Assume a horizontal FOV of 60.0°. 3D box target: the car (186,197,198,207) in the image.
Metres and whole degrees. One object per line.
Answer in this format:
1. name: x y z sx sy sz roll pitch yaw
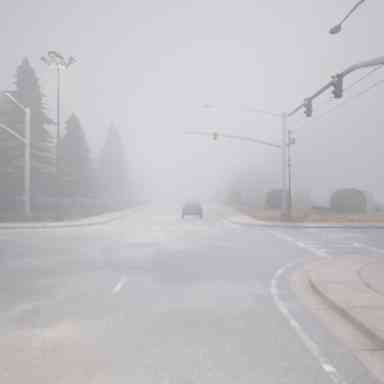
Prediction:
1. car: 0.021 1.555 54.953 1.837 1.490 4.892 0 0 0

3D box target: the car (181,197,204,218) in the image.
1. car: 0.012 1.519 29.946 2.128 1.511 4.902 0 0 0
